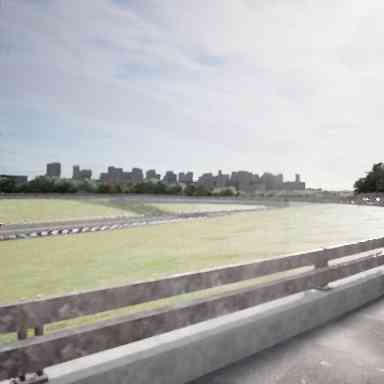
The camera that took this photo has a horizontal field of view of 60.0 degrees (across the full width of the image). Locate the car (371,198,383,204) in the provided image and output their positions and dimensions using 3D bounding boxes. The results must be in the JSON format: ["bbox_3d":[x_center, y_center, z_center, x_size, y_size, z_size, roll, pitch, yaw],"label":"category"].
[{"bbox_3d":[42.026,2.251,72.760,2.033,1.411,5.357,0,-1,5],"label":"car"}]
